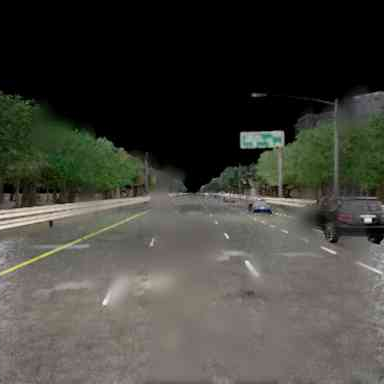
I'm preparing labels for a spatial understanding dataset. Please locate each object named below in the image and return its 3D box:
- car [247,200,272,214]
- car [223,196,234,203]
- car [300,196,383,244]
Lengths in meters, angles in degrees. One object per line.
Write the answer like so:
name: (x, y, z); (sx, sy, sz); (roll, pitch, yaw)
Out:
car: (7.078, 1.549, 35.290); (1.994, 1.385, 4.181); (0, 0, 0)
car: (7.208, 1.491, 66.136); (2.033, 1.411, 5.357); (0, 0, 0)
car: (7.018, 1.220, 15.940); (2.150, 2.045, 5.566); (0, 0, 0)
